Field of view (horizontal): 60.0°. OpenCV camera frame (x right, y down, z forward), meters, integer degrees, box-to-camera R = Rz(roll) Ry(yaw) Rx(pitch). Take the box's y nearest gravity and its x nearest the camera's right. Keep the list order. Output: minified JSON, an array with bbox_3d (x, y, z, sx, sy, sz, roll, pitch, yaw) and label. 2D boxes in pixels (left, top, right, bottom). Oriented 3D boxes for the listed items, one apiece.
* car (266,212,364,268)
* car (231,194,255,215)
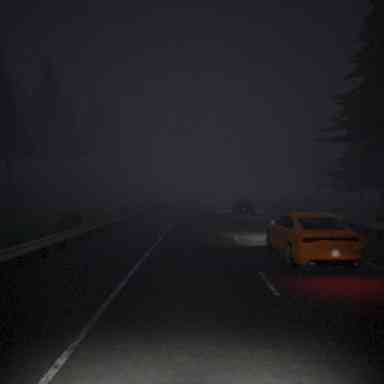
[{"bbox_3d":[3.783,1.408,11.081,1.882,1.535,5.008,0,1,2],"label":"car"},{"bbox_3d":[4.710,1.281,30.991,1.882,1.535,5.008,0,0,4],"label":"car"}]
